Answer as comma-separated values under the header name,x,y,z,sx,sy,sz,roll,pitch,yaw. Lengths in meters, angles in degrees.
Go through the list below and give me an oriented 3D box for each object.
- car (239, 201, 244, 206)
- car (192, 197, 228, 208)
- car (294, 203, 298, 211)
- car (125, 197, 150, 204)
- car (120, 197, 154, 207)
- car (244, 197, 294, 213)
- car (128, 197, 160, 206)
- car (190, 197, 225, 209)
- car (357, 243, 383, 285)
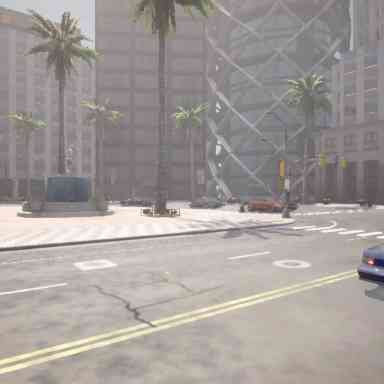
name,x,y,z,sx,sy,sz,roll,pitch,yaw
car,9.666,1.601,51.611,4.718,1.301,1.895,0,0,44
car,2.534,1.492,48.172,4.902,1.511,2.128,0,0,37
car,10.288,1.478,39.738,1.882,1.535,5.008,0,0,-38
car,-10.139,1.564,61.682,4.181,1.385,1.994,0,0,12
car,-8.341,1.601,50.326,4.718,1.301,1.895,0,0,17
car,8.341,1.352,36.430,2.097,1.767,4.553,0,0,-37
car,-7.737,1.526,53.693,4.674,1.442,1.812,0,0,17
car,1.761,1.564,44.295,4.181,1.385,1.994,0,0,40
car,6.233,1.547,8.220,5.357,1.411,2.033,0,0,-35
